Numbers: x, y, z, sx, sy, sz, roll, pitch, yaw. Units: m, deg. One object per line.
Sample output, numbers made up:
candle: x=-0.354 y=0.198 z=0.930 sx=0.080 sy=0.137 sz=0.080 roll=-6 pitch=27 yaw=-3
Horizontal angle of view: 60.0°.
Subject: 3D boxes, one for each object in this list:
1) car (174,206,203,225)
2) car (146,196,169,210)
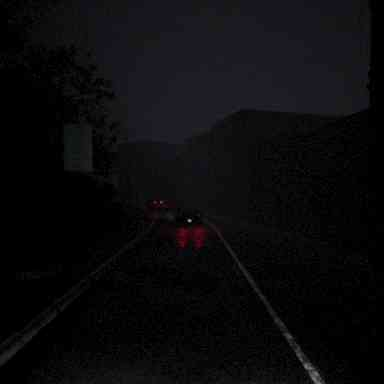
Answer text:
car: x=-0.386 y=1.685 z=25.300 sx=1.895 sy=1.301 sz=4.718 roll=0 pitch=0 yaw=-6
car: x=-4.316 y=1.234 z=41.125 sx=2.097 sy=1.767 sz=4.553 roll=0 pitch=1 yaw=-20
